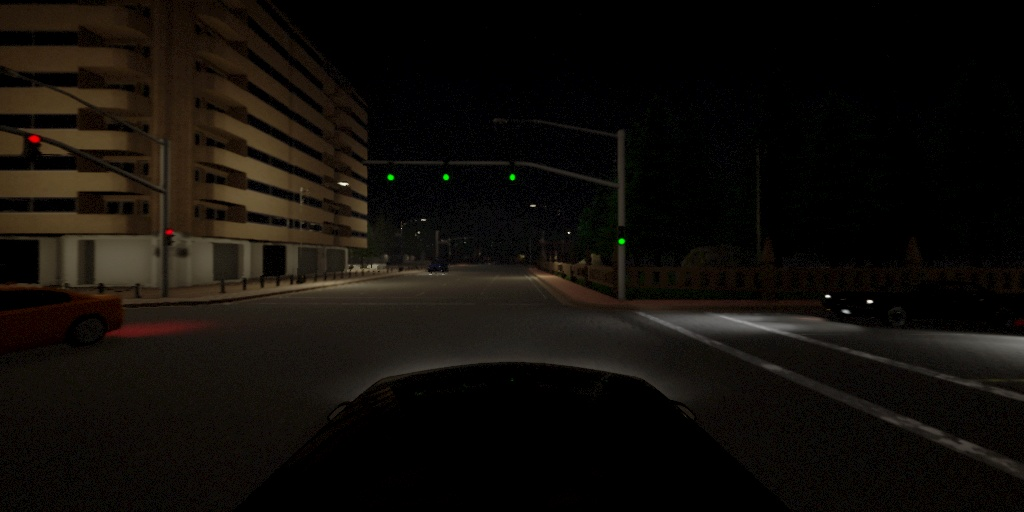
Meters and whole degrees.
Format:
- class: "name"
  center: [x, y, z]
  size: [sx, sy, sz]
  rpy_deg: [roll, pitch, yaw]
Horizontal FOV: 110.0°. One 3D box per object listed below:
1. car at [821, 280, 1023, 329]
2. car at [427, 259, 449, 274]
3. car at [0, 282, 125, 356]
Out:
- class: "car"
  center: [12.500, 1.402, 11.004]
  size: [4.718, 1.301, 1.895]
  rpy_deg: [0, 0, 2]
- class: "car"
  center: [-10.510, 1.521, 51.313]
  size: [2.150, 2.045, 5.566]
  rpy_deg: [0, 1, 0]
- class: "car"
  center: [-10.497, 1.308, 6.695]
  size: [1.882, 1.535, 5.008]
  rpy_deg: [0, 0, 0]
